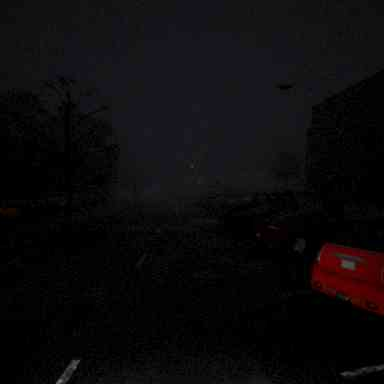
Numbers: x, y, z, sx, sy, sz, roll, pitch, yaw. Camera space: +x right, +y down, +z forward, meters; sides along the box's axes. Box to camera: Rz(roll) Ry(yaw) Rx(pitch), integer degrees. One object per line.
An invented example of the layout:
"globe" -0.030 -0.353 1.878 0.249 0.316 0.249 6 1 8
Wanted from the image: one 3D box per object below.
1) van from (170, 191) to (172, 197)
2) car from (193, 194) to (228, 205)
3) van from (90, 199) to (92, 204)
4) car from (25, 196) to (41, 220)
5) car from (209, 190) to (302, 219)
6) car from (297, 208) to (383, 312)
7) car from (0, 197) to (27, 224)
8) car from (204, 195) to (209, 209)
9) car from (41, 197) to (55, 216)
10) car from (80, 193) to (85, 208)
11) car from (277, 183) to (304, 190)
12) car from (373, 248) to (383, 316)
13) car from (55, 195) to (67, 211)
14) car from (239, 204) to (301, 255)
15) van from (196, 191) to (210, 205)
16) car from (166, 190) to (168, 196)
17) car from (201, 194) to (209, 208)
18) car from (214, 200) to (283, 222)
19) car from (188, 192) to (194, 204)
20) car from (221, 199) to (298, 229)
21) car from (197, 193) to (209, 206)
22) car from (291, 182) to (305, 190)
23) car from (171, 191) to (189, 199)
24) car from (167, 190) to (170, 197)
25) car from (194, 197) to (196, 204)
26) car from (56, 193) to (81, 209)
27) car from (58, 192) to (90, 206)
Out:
"van" -2.720 0.754 89.219 4.442 1.987 1.878 0 1 -30
"car" 2.717 1.128 48.743 4.792 1.488 2.163 0 0 -26
"van" -15.207 0.967 42.721 4.442 1.987 1.878 -1 0 -25
"car" -14.069 1.198 24.956 4.553 1.767 2.185 -1 1 -23
"car" 4.326 1.056 21.630 5.566 2.045 2.435 1 1 -23
"car" 4.701 1.303 6.544 4.553 1.767 2.185 1 0 -21
"car" -14.126 1.346 21.916 5.366 1.575 1.946 -1 1 -22
"car" 3.906 1.276 30.699 4.674 1.452 2.002 1 1 -24
"car" -14.250 1.342 27.905 4.674 1.452 2.002 -1 1 -23
"car" -15.004 1.238 36.693 5.366 1.575 1.946 -1 1 -24
"car" 17.449 -0.280 60.804 2.002 1.452 4.674 -7 4 -30
"car" 4.736 1.454 3.525 4.892 1.521 2.231 1 0 -20
"car" -14.428 1.321 30.860 4.674 1.452 2.002 -1 1 -23
"car" 4.622 1.380 12.591 5.008 1.535 2.097 1 0 -22
"van" 3.198 0.937 39.689 4.442 1.987 1.878 0 1 -25
"car" -3.660 0.674 95.221 5.566 2.045 2.435 0 0 -30
"car" 3.715 1.251 33.717 4.674 1.452 2.002 0 0 -24
"car" 4.213 1.323 24.670 4.674 1.452 2.002 1 0 -23
"car" 2.638 1.112 45.683 5.366 1.575 1.946 0 1 -25
"car" 4.465 1.332 18.627 5.008 1.535 2.097 1 1 -22
"car" 3.526 1.189 36.729 4.892 1.521 2.231 1 1 -24
"car" 20.399 -0.864 61.294 2.435 2.045 5.566 -7 4 -30
"car" -2.143 0.882 86.298 4.553 1.767 2.185 0 0 -30
"car" -3.169 0.701 92.224 5.566 2.045 2.435 0 1 -30
"car" 3.092 1.015 42.764 4.553 1.767 2.185 0 1 -25
"car" -14.458 1.253 33.894 5.366 1.575 1.946 -1 0 -24
"car" -15.033 1.090 39.733 4.553 1.767 2.185 -1 1 -24
